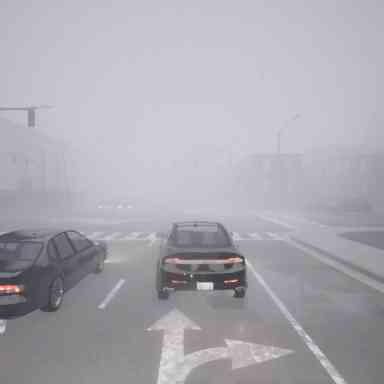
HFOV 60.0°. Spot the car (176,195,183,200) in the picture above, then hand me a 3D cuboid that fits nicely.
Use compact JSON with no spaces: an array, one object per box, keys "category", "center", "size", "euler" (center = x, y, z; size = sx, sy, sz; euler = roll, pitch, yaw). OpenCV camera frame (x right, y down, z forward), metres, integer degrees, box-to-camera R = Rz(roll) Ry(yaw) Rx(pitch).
[{"category":"car","center":[-3.533,1.524,93.401],"size":[1.812,1.442,4.674],"euler":[0,0,0]}]

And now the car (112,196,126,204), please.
[{"category":"car","center":[-14.058,1.526,64.280],"size":[1.812,1.442,4.674],"euler":[0,0,1]}]

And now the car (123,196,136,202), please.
[{"category":"car","center":[-14.027,1.540,74.817],"size":[2.033,1.411,5.357],"euler":[0,0,0]}]

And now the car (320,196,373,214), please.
[{"category":"car","center":[16.528,1.352,35.209],"size":[4.553,1.767,2.097],"euler":[0,0,0]}]

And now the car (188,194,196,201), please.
[{"category":"car","center":[-0.029,1.500,82.802],"size":[1.837,1.490,4.892],"euler":[0,0,0]}]

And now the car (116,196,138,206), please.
[{"category":"car","center":[-10.621,1.478,54.872],"size":[1.882,1.535,5.008],"euler":[0,0,0]}]

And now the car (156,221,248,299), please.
[{"category":"car","center":[0.112,1.492,8.447],"size":[2.128,1.511,4.902],"euler":[0,0,-3]}]

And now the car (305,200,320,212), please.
[{"category":"car","center":[15.698,1.491,38.710],"size":[4.902,1.511,2.128],"euler":[0,0,0]}]

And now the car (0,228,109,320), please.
[{"category":"car","center":[-3.434,1.547,7.640],"size":[2.033,1.411,5.357],"euler":[0,0,0]}]

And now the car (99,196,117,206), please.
[{"category":"car","center":[-14.105,1.564,55.582],"size":[1.994,1.385,4.181],"euler":[0,0,0]}]

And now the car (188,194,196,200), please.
[{"category":"car","center":[-0.033,1.355,93.387],"size":[2.097,1.767,4.553],"euler":[0,0,0]}]

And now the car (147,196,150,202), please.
[{"category":"car","center":[-10.526,1.552,74.154],"size":[1.994,1.385,4.181],"euler":[0,0,0]}]

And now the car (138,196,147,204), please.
[{"category":"car","center":[-10.562,1.478,64.448],"size":[1.882,1.535,5.008],"euler":[0,0,1]}]
